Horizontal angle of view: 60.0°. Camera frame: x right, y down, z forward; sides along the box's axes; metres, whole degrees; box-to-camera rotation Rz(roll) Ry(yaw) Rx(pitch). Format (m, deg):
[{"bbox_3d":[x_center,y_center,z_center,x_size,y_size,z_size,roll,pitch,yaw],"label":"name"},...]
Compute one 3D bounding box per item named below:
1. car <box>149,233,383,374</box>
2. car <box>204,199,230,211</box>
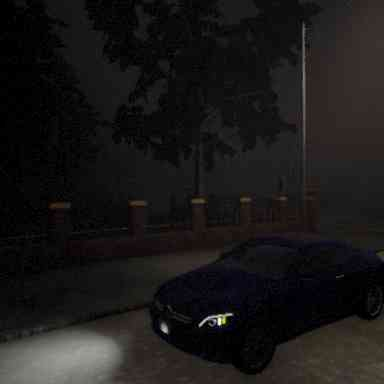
[{"bbox_3d":[1.548,1.481,5.667,4.674,1.442,1.812,0,0,-35],"label":"car"},{"bbox_3d":[1.611,1.399,32.965,1.895,1.301,4.718,-1,0,-36],"label":"car"}]
